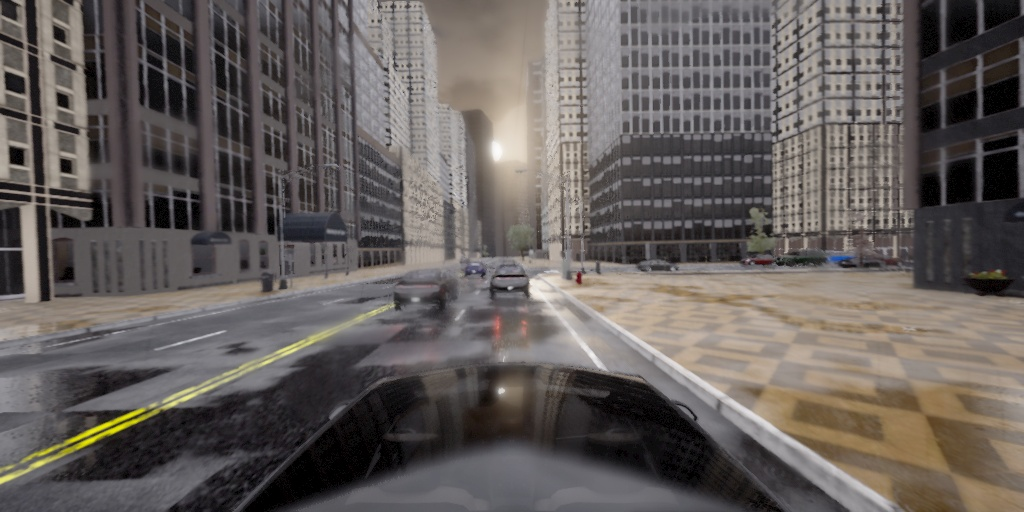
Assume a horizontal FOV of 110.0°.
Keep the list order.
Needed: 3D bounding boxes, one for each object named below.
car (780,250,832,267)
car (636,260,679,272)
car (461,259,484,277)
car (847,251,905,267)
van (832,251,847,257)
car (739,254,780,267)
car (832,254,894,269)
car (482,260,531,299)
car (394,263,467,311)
[{"bbox_3d":[35.785,0.315,44.626,5.566,2.045,2.150,-1,1,-1],"label":"car"},{"bbox_3d":[15.520,1.044,38.311,4.403,1.370,2.007,0,0,-1],"label":"car"},{"bbox_3d":[-3.525,1.274,35.334,1.812,1.442,4.674,-1,-1,-1],"label":"car"},{"bbox_3d":[42.608,0.540,41.709,5.008,1.535,1.882,-1,1,-1],"label":"car"},{"bbox_3d":[43.529,0.272,47.468,3.998,1.789,1.690,0,0,-1],"label":"van"},{"bbox_3d":[32.251,0.528,47.207,4.097,1.591,1.967,0,0,-1],"label":"car"},{"bbox_3d":[38.078,0.746,38.960,4.313,1.339,1.948,0,0,-1],"label":"car"},{"bbox_3d":[-0.106,1.172,17.893,2.128,1.511,4.902,-1,0,-1],"label":"car"},{"bbox_3d":[-3.313,1.261,14.620,2.128,1.511,4.902,-1,0,-1],"label":"car"}]
